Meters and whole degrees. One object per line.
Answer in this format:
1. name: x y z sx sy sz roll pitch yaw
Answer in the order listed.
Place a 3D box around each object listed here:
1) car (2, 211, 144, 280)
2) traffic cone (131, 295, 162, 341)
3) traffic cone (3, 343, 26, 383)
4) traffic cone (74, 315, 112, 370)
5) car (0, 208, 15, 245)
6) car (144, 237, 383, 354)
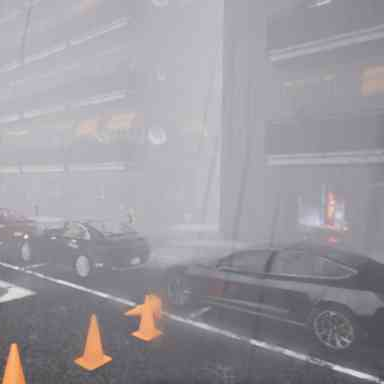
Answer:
1. car: -3.128 1.375 9.276 4.403 1.369 2.008 2 1 36
2. traffic cone: -0.685 1.881 5.090 0.340 0.580 0.340 2 1 35
3. traffic cone: -1.854 1.878 3.467 0.340 0.580 0.340 2 1 36
4. traffic cone: -1.269 1.879 4.278 0.340 0.580 0.340 2 1 36
5. car: -7.693 1.238 12.569 4.507 1.381 1.887 2 1 36
6. car: 1.438 1.522 5.984 4.313 1.339 1.947 2 1 36
